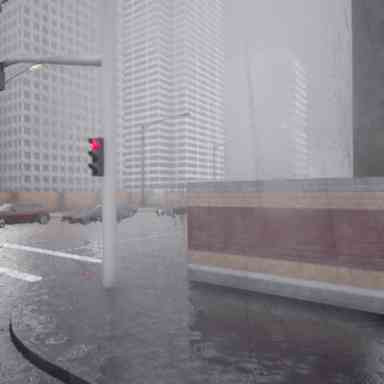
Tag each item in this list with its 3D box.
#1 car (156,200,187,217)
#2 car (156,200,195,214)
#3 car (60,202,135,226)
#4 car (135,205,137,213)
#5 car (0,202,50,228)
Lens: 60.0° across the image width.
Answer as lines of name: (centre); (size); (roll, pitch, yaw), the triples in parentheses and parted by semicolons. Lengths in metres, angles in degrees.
car: (-1.585, 1.647, 33.275); (2.128, 1.511, 4.902); (-1, 0, 36)
car: (-1.839, 1.687, 38.869); (1.837, 1.490, 4.892); (-1, 0, 36)
car: (-7.253, 1.705, 25.475); (2.033, 1.411, 5.357); (-1, 0, 36)
car: (-7.352, 1.675, 31.295); (2.128, 1.511, 4.902); (-1, 0, 36)
car: (-12.718, 1.537, 23.881); (2.097, 1.767, 4.553); (-1, 0, 36)
